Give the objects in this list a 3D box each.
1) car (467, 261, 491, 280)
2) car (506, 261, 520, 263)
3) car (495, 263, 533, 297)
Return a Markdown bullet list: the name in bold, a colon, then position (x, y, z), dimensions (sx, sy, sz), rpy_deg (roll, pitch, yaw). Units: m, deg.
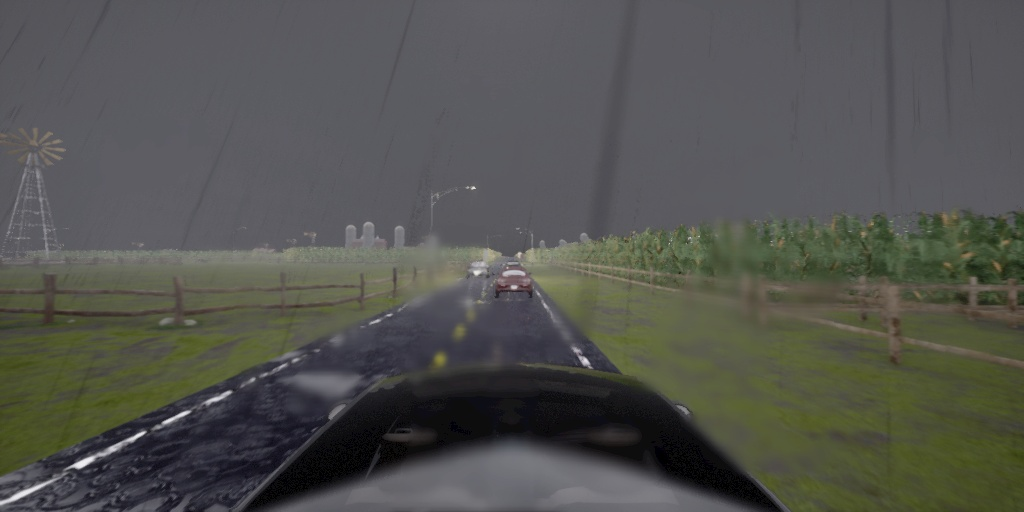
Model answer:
- **car**: position (-2.846, 1.227, 31.627), dimensions (2.128, 1.511, 4.902), rpy_deg (0, 0, 0)
- **car**: position (0.097, 1.235, 37.402), dimensions (1.837, 1.490, 4.892), rpy_deg (0, 0, 0)
- **car**: position (0.097, 1.270, 18.763), dimensions (1.812, 1.442, 4.674), rpy_deg (0, 0, 0)
